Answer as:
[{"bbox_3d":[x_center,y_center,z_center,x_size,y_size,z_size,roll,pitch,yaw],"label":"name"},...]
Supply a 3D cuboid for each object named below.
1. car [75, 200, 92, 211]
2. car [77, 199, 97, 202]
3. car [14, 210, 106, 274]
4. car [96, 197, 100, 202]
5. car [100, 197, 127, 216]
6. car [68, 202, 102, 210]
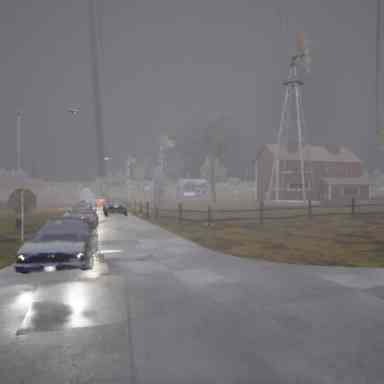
[{"bbox_3d":[-14.062,1.719,43.247,1.994,1.385,4.181,0,-1,-18],"label":"car"},{"bbox_3d":[-10.860,1.621,33.177,2.033,1.411,5.357,0,0,-18],"label":"car"},{"bbox_3d":[-4.095,1.542,10.942,2.033,1.411,5.357,0,0,-12],"label":"car"},{"bbox_3d":[-16.516,1.687,60.275,2.097,1.767,4.553,0,-1,-18],"label":"car"},{"bbox_3d":[-7.782,1.419,33.201,2.097,1.767,4.553,0,0,-18],"label":"car"},{"bbox_3d":[-7.330,1.581,22.189,1.994,1.385,4.181,0,0,-19],"label":"car"}]
